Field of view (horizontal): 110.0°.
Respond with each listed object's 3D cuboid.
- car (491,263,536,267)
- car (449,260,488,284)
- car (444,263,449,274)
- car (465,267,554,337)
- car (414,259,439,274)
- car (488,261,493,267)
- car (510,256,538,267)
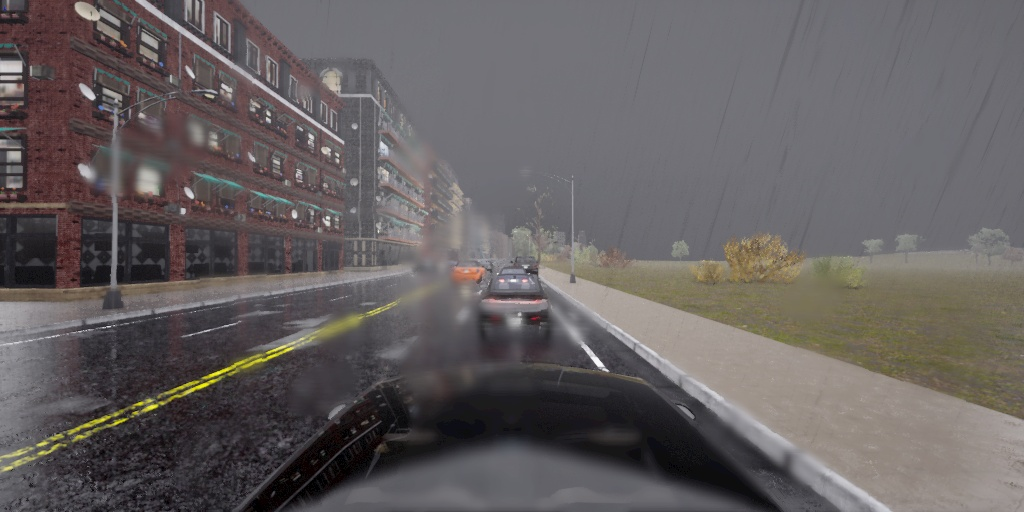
[{"bbox_3d":[0.064,1.308,20.786,2.033,1.411,5.357,0,0,0],"label":"car"},{"bbox_3d":[-3.203,1.115,27.284,2.097,1.767,4.553,0,0,0],"label":"car"},{"bbox_3d":[-6.685,1.317,42.268,2.033,1.411,5.357,0,0,0],"label":"car"},{"bbox_3d":[0.083,1.246,10.346,2.128,1.511,4.902,0,0,0],"label":"car"},{"bbox_3d":[-9.934,1.121,41.793,2.097,1.767,4.553,0,0,0],"label":"car"},{"bbox_3d":[-3.233,1.317,44.222,2.033,1.411,5.357,0,0,0],"label":"car"},{"bbox_3d":[1.076,0.990,30.999,2.150,2.045,5.566,0,0,0],"label":"car"}]
